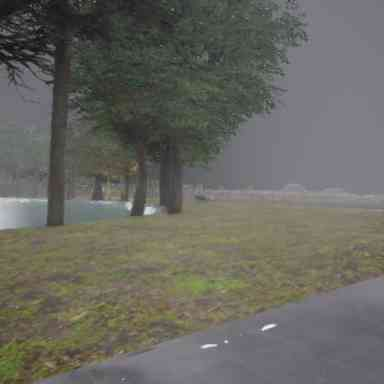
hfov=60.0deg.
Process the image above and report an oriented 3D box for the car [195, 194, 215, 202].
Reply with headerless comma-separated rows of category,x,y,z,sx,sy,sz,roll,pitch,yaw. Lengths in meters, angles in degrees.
car,2.561,1.132,65.102,2.128,1.511,4.902,3,-1,-35
